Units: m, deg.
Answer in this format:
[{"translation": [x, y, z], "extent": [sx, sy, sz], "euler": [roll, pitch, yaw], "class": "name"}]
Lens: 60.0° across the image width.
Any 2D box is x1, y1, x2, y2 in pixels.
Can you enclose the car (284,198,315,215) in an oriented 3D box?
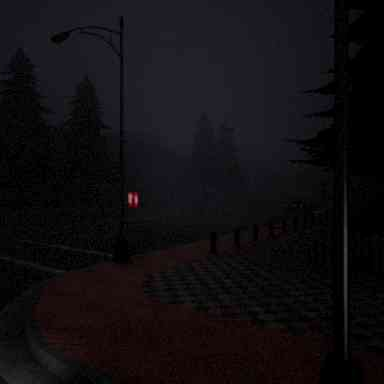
[{"translation": [11.210, 1.366, 34.493], "extent": [2.097, 1.767, 4.553], "euler": [0, 0, 35], "class": "car"}]
